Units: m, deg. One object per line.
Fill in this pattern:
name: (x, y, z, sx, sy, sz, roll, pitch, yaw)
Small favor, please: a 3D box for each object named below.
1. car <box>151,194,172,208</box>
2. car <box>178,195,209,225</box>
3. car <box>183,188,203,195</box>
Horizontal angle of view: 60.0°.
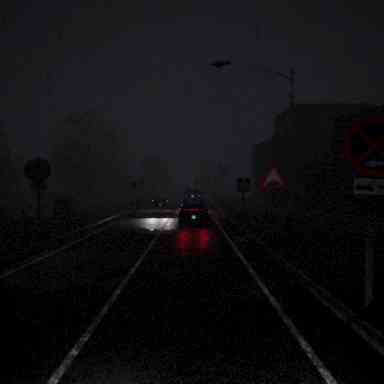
car: (-3.246, 0.934, 35.939, 1.895, 1.301, 4.718, 0, 1, 0)
car: (0.102, 1.209, 21.817, 2.128, 1.511, 4.902, 0, 1, 0)
car: (0.101, 0.540, 40.475, 2.150, 2.045, 5.566, 0, 1, 1)
